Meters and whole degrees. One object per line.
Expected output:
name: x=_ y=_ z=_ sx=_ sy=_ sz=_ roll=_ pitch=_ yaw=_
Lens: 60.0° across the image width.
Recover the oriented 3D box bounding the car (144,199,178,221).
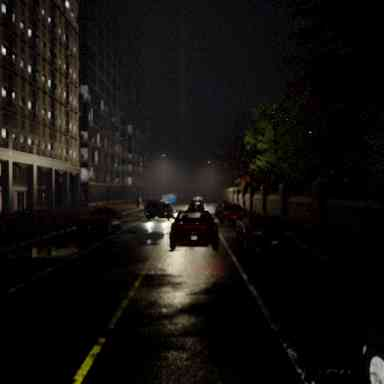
car: x=-2.594 y=1.542 z=27.676 sx=2.033 sy=1.411 sz=5.357 roll=0 pitch=0 yaw=1

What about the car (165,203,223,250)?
car: x=0.086 y=1.474 z=14.292 sx=1.882 sy=1.535 sz=5.008 roll=0 pitch=0 yaw=0

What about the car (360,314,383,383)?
car: x=2.710 y=1.551 z=2.017 sx=2.008 sy=1.369 sz=4.403 roll=0 pitch=0 yaw=0

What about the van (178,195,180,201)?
van: x=-4.073 y=1.337 z=69.818 sx=1.690 sy=1.788 sz=3.998 roll=0 pitch=0 yaw=2

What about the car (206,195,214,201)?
car: x=4.619 y=1.568 z=86.652 sx=1.947 sy=1.339 sz=4.313 roll=0 pitch=0 yaw=3

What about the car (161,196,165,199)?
car: x=-4.863 y=1.560 z=41.680 sx=1.947 sy=1.339 sz=4.313 roll=0 pitch=0 yaw=1

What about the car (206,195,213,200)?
car: x=4.871 y=1.569 z=92.297 sx=1.947 sy=1.339 sz=4.313 roll=0 pitch=0 yaw=3

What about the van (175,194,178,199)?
van: x=-4.260 y=1.336 z=64.192 sx=1.690 sy=1.788 sz=3.998 roll=0 pitch=0 yaw=2

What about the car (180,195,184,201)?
car: x=-3.646 y=1.565 z=81.064 sx=1.947 sy=1.339 sz=4.313 roll=0 pitch=0 yaw=2

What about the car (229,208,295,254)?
car: x=2.760 y=1.542 z=13.297 sx=1.887 sy=1.381 sz=4.507 roll=0 pitch=0 yaw=0

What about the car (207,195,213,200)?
car: x=4.384 y=1.545 z=81.011 sx=1.887 sy=1.381 sz=4.507 roll=0 pitch=0 yaw=3

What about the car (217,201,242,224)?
car: x=2.874 y=1.540 z=24.579 sx=1.887 sy=1.381 sz=4.507 roll=0 pitch=0 yaw=1

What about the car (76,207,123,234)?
car: x=-5.214 y=1.540 z=19.178 sx=1.887 sy=1.381 sz=4.507 roll=0 pitch=0 yaw=0

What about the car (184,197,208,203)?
car: x=0.484 y=1.542 z=37.976 sx=2.033 sy=1.411 sz=5.357 roll=0 pitch=0 yaw=1

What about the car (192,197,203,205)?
car: x=1.077 y=1.597 z=61.453 sx=1.895 sy=1.301 sz=4.718 roll=0 pitch=0 yaw=2

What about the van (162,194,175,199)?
van: x=-4.434 y=1.336 z=58.559 sx=1.690 sy=1.788 sz=3.998 roll=0 pitch=0 yaw=2

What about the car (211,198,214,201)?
car: x=2.956 y=1.520 z=30.389 sx=1.752 sy=1.417 sz=4.829 roll=0 pitch=0 yaw=1
